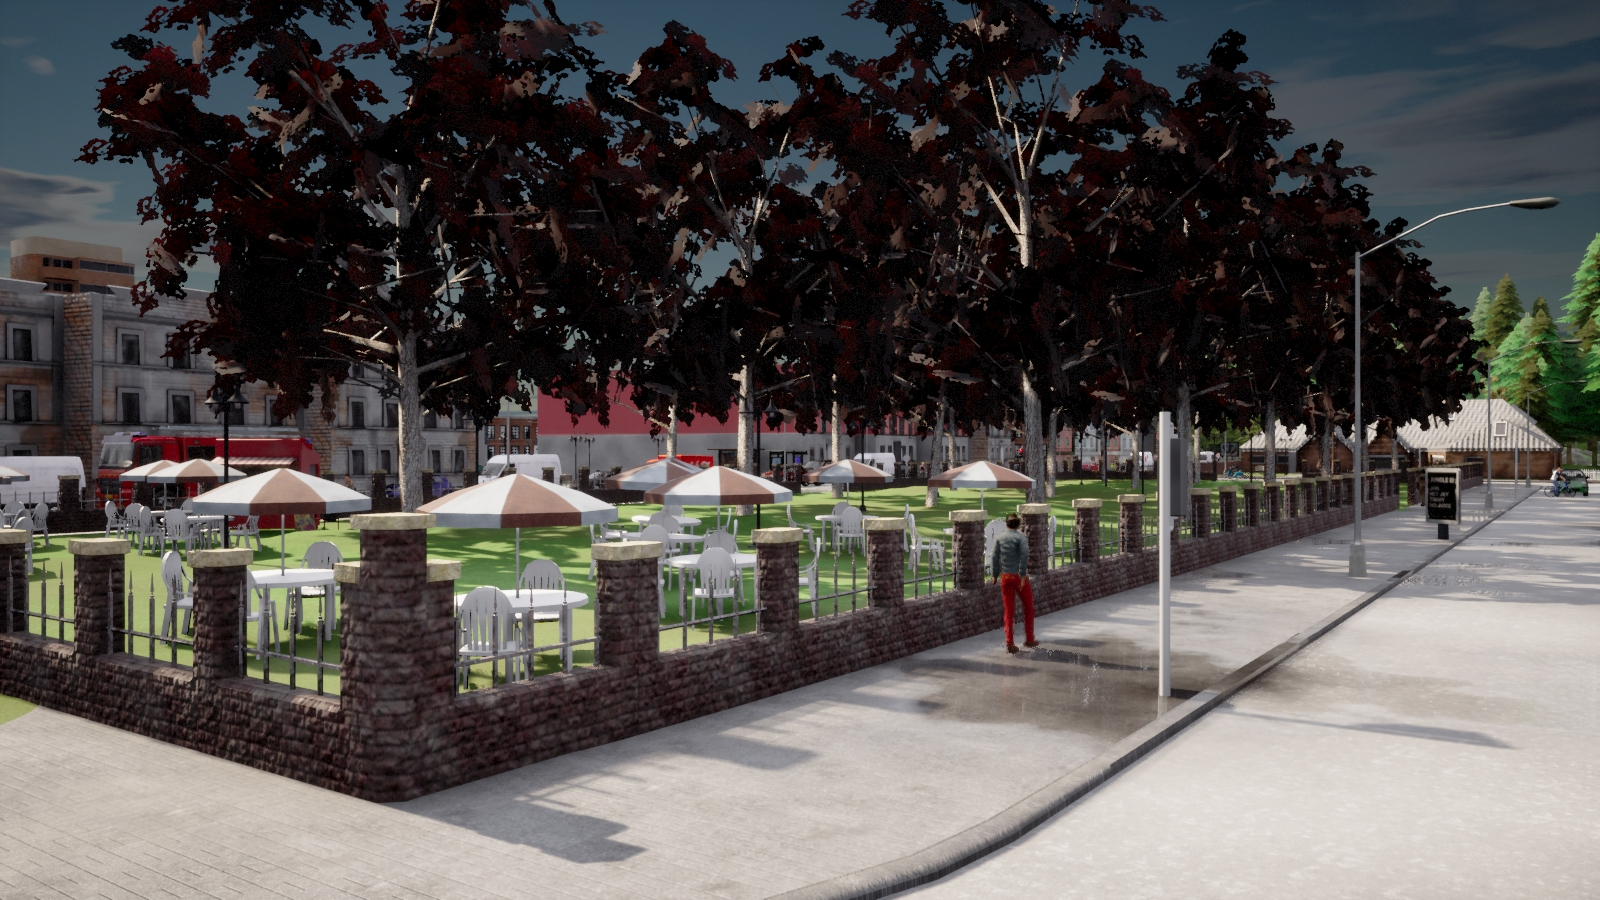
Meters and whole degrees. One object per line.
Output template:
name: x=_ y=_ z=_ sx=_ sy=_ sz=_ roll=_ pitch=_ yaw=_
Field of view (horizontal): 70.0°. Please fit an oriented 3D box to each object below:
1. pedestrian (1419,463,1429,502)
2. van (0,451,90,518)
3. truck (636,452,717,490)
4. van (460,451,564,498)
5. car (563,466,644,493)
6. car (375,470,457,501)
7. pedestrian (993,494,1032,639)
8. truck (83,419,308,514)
pedestrian: x=29.381 y=1.525 z=53.802 sx=0.375 sy=1.860 sz=0.375 roll=0 pitch=0 yaw=35
van: x=-31.021 y=1.314 z=44.007 sx=1.988 sy=2.561 sz=5.915 roll=0 pitch=0 yaw=35
truck: x=-8.233 y=1.348 z=76.671 sx=2.627 sy=2.467 sz=5.204 roll=0 pitch=0 yaw=35
van: x=-16.329 y=1.314 z=65.083 sx=1.988 sy=2.561 sz=5.915 roll=0 pitch=0 yaw=35
car: x=-12.166 y=1.814 z=71.050 sx=2.097 sy=1.535 sz=5.006 roll=0 pitch=0 yaw=35
car: x=-20.045 y=1.818 z=59.739 sx=1.845 sy=1.501 sz=3.633 roll=0 pitch=0 yaw=35
pedestrian: x=2.802 y=1.517 z=15.040 sx=0.375 sy=1.860 sz=0.375 roll=0 pitch=0 yaw=37
truck: x=-26.598 y=0.670 z=50.778 sx=2.891 sy=3.827 sz=8.468 roll=0 pitch=0 yaw=35
